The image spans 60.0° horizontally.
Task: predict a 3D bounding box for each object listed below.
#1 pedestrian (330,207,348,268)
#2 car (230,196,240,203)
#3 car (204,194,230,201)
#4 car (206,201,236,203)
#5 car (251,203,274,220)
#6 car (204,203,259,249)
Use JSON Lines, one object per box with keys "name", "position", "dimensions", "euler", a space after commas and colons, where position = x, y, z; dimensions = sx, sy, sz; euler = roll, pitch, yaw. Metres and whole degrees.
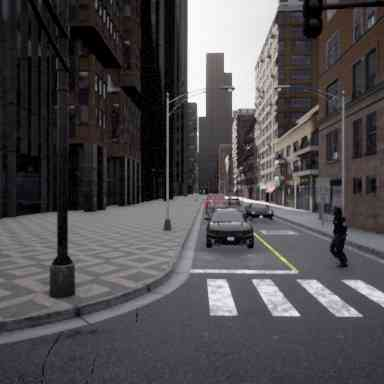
{"name": "pedestrian", "position": [4.305, 1.292, 9.738], "dimensions": [0.375, 1.860, 0.375], "euler": [0, 0, 3]}
{"name": "car", "position": [6.496, 1.420, 52.456], "dimensions": [2.128, 1.511, 4.902], "euler": [0, 0, 3]}
{"name": "car", "position": [2.538, 1.191, 35.260], "dimensions": [2.150, 2.045, 5.566], "euler": [0, 0, 3]}
{"name": "car", "position": [2.052, 1.581, 24.759], "dimensions": [1.895, 1.301, 4.718], "euler": [0, 0, 3]}
{"name": "car", "position": [5.383, 1.585, 27.501], "dimensions": [1.895, 1.301, 4.718], "euler": [0, 0, 3]}
{"name": "car", "position": [1.600, 1.466, 14.859], "dimensions": [1.882, 1.535, 5.008], "euler": [0, 0, 4]}
